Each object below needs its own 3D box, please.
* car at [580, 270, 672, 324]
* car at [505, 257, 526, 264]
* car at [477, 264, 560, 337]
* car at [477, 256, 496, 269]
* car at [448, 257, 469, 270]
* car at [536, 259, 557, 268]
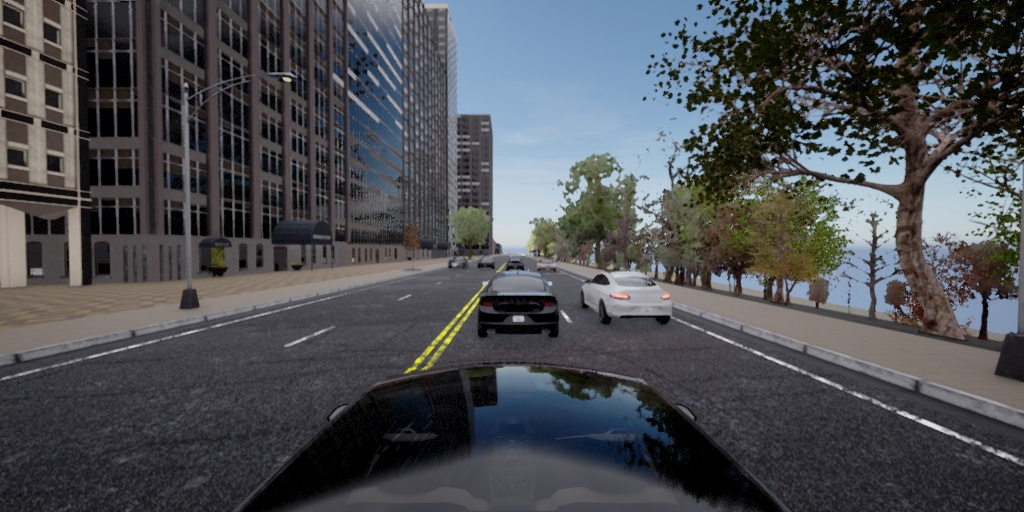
[{"bbox_3d":[3.412,1.175,11.356,1.812,1.442,4.674,0,1,0],"label":"car"},{"bbox_3d":[0.337,0.884,37.319,1.837,1.490,4.892,0,0,0],"label":"car"},{"bbox_3d":[0.154,1.141,9.975,1.882,1.535,5.008,0,1,0],"label":"car"},{"bbox_3d":[-3.006,0.800,42.845,1.882,1.535,5.008,0,0,1],"label":"car"},{"bbox_3d":[-6.270,0.823,42.107,2.128,1.511,4.902,0,1,1],"label":"car"},{"bbox_3d":[3.591,0.974,37.964,1.895,1.301,4.718,0,1,0],"label":"car"}]
